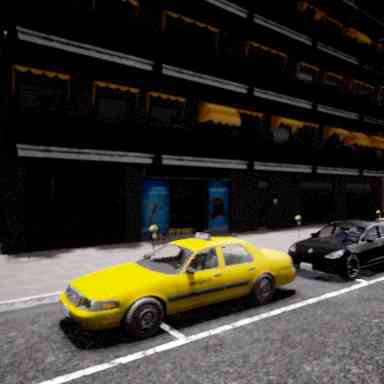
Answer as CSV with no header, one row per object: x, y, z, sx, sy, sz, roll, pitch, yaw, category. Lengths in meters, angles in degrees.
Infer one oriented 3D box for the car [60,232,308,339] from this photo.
0.012,1.524,6.568,4.829,1.417,1.752,0,0,-35,car

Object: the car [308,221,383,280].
4.763,1.562,9.955,4.313,1.339,1.947,0,0,-35,car
